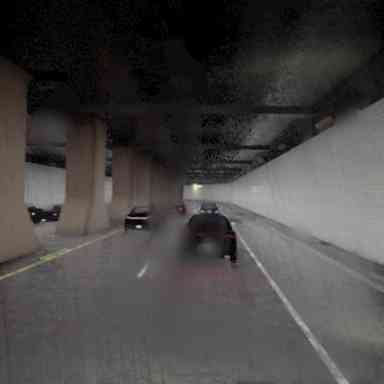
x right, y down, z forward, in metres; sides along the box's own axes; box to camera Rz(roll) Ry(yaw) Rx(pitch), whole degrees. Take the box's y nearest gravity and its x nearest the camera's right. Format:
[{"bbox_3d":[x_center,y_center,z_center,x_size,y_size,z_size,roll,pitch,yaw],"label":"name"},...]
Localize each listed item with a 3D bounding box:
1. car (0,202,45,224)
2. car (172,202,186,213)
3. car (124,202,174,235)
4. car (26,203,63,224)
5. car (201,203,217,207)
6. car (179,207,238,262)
[{"bbox_3d":[-12.919,1.459,24.461,1.895,1.301,4.718,1,0,4],"label":"car"},{"bbox_3d":[-1.632,1.764,36.397,1.895,1.301,4.718,1,0,3],"label":"car"},{"bbox_3d":[-2.531,1.542,19.076,2.128,1.511,4.902,1,0,3],"label":"car"},{"bbox_3d":[-9.460,1.528,23.681,1.895,1.301,4.718,1,0,3],"label":"car"},{"bbox_3d":[1.589,1.750,30.941,2.033,1.411,5.357,1,0,3],"label":"car"},{"bbox_3d":[0.636,1.560,12.614,1.882,1.535,5.008,1,0,3],"label":"car"}]
